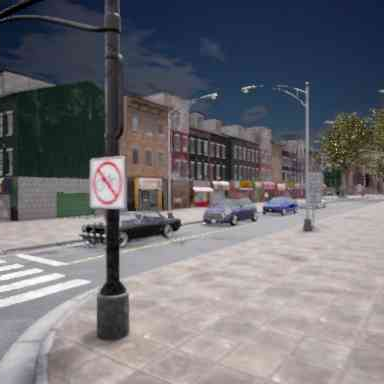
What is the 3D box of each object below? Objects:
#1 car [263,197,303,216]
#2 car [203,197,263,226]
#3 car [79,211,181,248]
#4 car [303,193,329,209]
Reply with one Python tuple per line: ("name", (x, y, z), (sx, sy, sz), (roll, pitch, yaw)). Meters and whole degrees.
("car", (7.883, 1.189, 29.561), (1.882, 1.535, 5.008), (0, 1, 35))
("car", (2.614, 1.178, 22.188), (2.097, 1.767, 4.553), (0, 1, 35))
("car", (-2.597, 1.548, 14.885), (1.895, 1.301, 4.718), (0, 1, 35))
("car", (13.714, 1.118, 37.694), (1.812, 1.442, 4.674), (0, 1, 36))
